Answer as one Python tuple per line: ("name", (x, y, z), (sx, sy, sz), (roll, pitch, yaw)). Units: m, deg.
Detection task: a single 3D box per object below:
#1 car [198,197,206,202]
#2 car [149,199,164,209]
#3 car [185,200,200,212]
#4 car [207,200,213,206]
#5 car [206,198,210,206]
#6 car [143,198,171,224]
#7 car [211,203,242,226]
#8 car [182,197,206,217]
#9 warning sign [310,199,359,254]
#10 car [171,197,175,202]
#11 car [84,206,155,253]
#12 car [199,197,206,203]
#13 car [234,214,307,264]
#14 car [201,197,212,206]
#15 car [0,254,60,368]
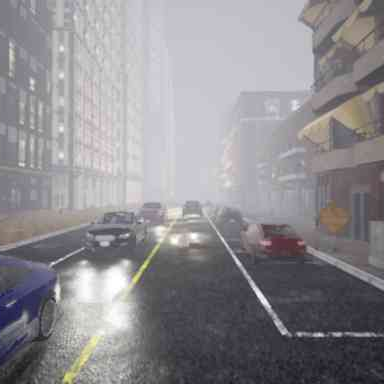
("car", (2.809, 2.187, 92.505), (1.947, 1.339, 4.313), (0, 0, 0))
("car", (-5.622, 1.890, 52.977), (2.008, 1.369, 4.403), (0, 0, 0))
("car", (0.070, 1.841, 45.718), (2.033, 1.411, 5.357), (0, 0, 0))
("car", (2.730, 1.744, 30.372), (2.008, 1.369, 4.403), (0, 0, 0))
("car", (2.765, 1.964, 58.615), (1.802, 1.307, 4.206), (0, 0, 0))
("car", (-3.053, 1.513, 25.844), (2.097, 1.767, 4.553), (0, 0, 0))
("car", (2.722, 1.708, 24.724), (2.008, 1.369, 4.403), (0, 0, 0))
("car", (0.044, 1.570, 34.381), (2.097, 1.767, 4.553), (0, 0, 0))
("warning sign", (5.080, 1.192, 11.922), (1.300, 1.860, 1.060), (0, 0, 0))
("car", (-5.573, 2.182, 92.515), (1.947, 1.339, 4.313), (0, 0, 0))
("car", (-3.078, 1.579, 14.235), (2.128, 1.511, 4.902), (0, 0, 0))
("car", (2.801, 2.106, 87.026), (1.752, 1.417, 4.829), (0, 0, 0))
("car", (2.756, 1.657, 11.807), (1.802, 1.307, 4.206), (0, 0, 0))
("car", (2.773, 1.861, 64.264), (1.967, 1.590, 4.097), (0, 0, 0))
("car", (-3.095, 1.548, 3.836), (1.812, 1.442, 4.674), (0, 0, 0))
